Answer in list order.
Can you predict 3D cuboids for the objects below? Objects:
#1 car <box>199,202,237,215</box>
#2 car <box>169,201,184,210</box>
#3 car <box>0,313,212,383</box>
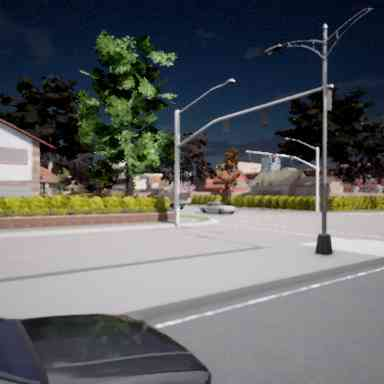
[{"bbox_3d":[2.894,1.846,37.869,1.895,1.301,4.718,1,0,-36],"label":"car"},{"bbox_3d":[-3.003,1.855,46.030,1.895,1.301,4.718,1,0,-36],"label":"car"},{"bbox_3d":[-2.356,1.541,2.068,5.357,1.411,2.033,1,0,-35],"label":"car"}]
